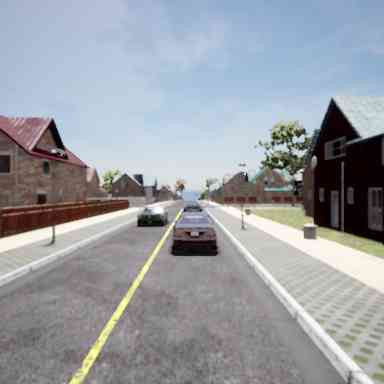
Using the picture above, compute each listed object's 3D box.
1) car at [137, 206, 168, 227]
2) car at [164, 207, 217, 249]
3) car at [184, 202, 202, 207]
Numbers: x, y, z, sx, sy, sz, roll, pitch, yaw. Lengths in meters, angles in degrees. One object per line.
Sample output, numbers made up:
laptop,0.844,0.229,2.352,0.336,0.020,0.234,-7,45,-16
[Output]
car,-2.761,1.699,23.994,1.895,1.301,4.718,0,0,0
car,0.096,1.595,14.755,2.033,1.411,5.357,0,0,0
car,0.084,1.738,34.524,1.994,1.385,4.181,0,0,0
